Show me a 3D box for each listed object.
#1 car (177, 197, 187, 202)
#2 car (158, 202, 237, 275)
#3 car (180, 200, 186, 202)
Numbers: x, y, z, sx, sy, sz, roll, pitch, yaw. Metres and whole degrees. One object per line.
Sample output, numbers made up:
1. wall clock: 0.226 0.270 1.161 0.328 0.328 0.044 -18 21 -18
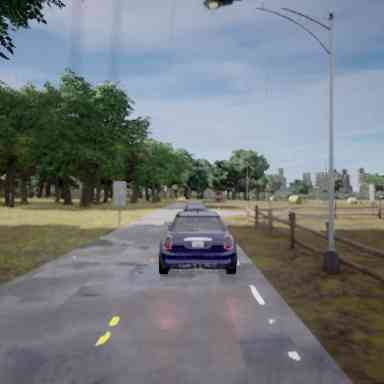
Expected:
1. car: -2.259 1.788 74.178 1.882 1.535 5.008 0 0 0
2. car: 0.164 1.358 10.619 2.097 1.767 4.553 0 0 0
3. car: 0.247 1.531 23.066 1.837 1.490 4.892 0 0 0
